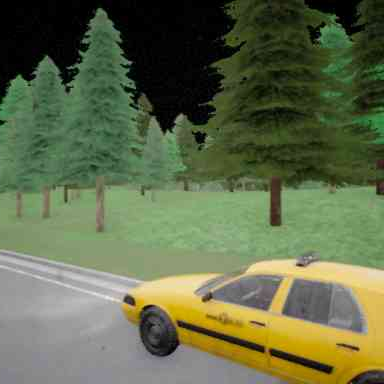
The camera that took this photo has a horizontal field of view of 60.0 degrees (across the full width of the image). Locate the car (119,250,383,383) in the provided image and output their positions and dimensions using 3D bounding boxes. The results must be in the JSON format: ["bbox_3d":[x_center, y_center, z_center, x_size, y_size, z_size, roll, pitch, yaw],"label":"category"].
[{"bbox_3d":[1.246,1.564,4.453,5.366,1.575,1.801,-1,-2,38],"label":"car"}]
